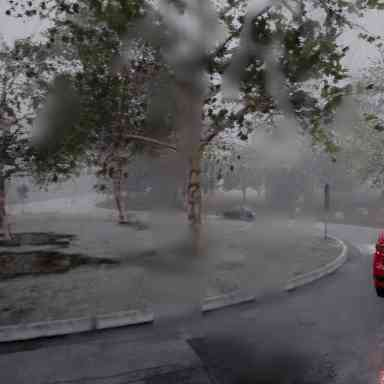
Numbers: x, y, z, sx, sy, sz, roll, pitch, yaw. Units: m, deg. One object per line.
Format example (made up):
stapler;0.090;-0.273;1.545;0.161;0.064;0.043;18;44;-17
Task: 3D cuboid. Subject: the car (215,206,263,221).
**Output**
car;4.550;2.063;32.961;4.718;1.301;1.895;1;-1;44

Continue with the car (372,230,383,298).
car;6.052;1.369;7.950;2.150;2.045;5.566;2;0;42
